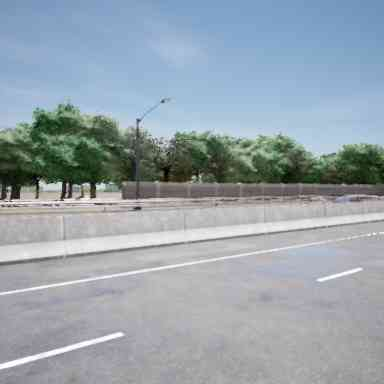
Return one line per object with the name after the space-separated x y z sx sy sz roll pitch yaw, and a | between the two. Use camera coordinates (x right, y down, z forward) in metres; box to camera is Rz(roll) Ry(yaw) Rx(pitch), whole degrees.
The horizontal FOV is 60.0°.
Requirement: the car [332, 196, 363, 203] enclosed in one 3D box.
21.016 1.275 44.759 5.357 1.411 2.033 0 0 -35 | car

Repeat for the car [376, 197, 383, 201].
26.318 1.249 44.243 5.357 1.411 2.033 0 0 -36 | car
